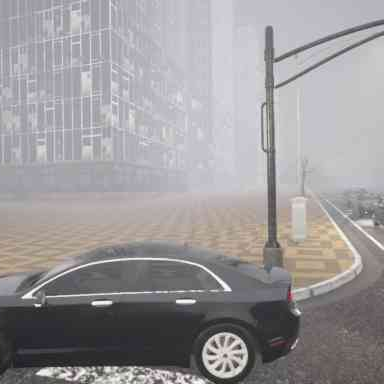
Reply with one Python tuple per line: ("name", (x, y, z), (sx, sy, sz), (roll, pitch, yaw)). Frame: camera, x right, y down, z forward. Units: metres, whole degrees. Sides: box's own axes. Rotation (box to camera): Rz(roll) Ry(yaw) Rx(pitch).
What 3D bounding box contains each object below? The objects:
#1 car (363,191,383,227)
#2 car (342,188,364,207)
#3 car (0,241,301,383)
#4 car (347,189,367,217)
("car", (9.124, 0.928, 14.345), (2.128, 1.511, 4.902), (-1, 2, 18))
("car", (13.213, 0.453, 26.688), (2.128, 1.511, 4.902), (-1, 2, 18))
("car", (-1.002, 1.505, 4.746), (4.892, 1.490, 1.837), (0, 0, 0))
("car", (11.196, 0.759, 20.631), (1.994, 1.385, 4.181), (-1, 2, 17))
